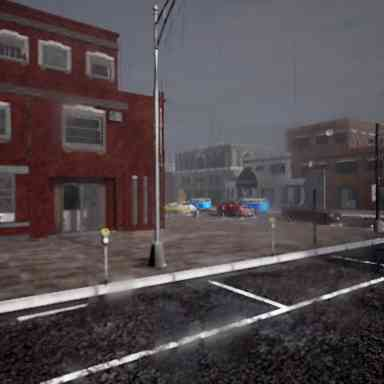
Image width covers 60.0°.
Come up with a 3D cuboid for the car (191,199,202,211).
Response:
[{"bbox_3d":[-1.117,2.066,44.996,1.812,1.442,4.674,-1,0,-36],"label":"car"}]

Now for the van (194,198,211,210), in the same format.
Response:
[{"bbox_3d":[1.258,1.887,51.532,1.690,1.788,3.998,-2,0,-36],"label":"van"}]

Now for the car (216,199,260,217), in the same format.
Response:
[{"bbox_3d":[4.773,1.749,36.881,2.097,1.767,4.553,-1,0,-36],"label":"car"}]

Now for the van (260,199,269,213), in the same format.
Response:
[{"bbox_3d":[7.916,1.725,42.379,1.690,1.788,3.998,-2,0,-36],"label":"van"}]

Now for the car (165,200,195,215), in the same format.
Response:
[{"bbox_3d":[-2.083,2.061,41.944,1.752,1.417,4.829,-2,0,-36],"label":"car"}]

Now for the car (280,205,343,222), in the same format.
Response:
[{"bbox_3d":[10.342,1.810,29.228,2.033,1.411,5.357,-1,0,-36],"label":"car"}]
